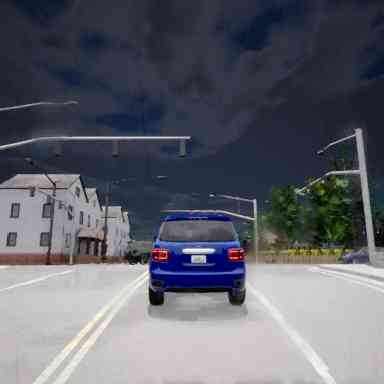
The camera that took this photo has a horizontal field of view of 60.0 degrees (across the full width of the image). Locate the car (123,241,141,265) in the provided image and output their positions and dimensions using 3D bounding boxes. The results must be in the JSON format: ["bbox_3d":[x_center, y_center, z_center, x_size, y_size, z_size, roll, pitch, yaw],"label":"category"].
[{"bbox_3d":[-3.449,5.550,29.868,5.566,2.045,2.150,10,-15,-39],"label":"car"}]

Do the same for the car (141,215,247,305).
[{"bbox_3d":[0.076,1.761,9.305,2.150,2.045,5.566,0,-7,-1],"label":"car"}]

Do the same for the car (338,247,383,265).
[{"bbox_3d":[15.420,5.659,29.611,4.553,1.767,2.097,0,-12,1],"label":"car"}]
